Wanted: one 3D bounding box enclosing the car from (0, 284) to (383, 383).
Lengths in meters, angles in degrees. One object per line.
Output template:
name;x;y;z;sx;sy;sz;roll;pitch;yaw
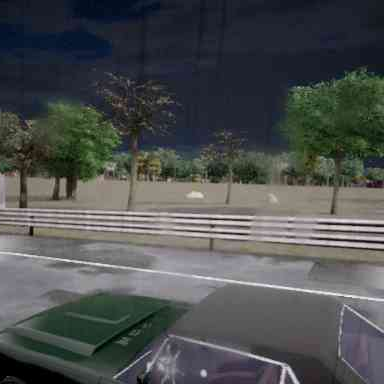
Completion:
car;0.256;1.599;2.973;4.718;1.301;1.895;0;0;26
